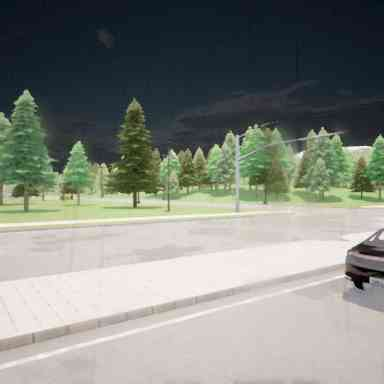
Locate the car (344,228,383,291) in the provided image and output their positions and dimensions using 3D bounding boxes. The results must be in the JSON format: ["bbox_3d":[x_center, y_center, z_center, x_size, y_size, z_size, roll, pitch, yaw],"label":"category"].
[{"bbox_3d":[5.534,1.500,7.755,4.902,1.511,2.128,0,0,-35],"label":"car"}]
